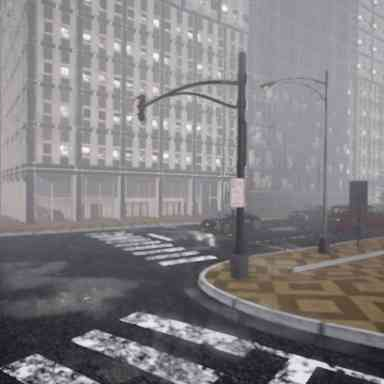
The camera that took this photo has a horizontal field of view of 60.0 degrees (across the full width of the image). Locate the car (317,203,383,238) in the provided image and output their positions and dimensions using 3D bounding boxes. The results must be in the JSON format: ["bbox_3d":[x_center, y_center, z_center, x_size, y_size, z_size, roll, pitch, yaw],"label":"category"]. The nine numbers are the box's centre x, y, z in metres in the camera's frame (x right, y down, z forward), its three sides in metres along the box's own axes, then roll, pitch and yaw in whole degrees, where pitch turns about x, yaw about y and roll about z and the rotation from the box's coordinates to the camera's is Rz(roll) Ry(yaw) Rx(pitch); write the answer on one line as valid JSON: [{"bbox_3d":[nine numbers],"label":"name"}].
[{"bbox_3d":[10.333,1.690,20.468,5.009,1.841,2.192,0,1,-34],"label":"car"}]

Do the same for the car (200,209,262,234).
[{"bbox_3d":[2.602,1.840,21.746,4.181,1.385,1.994,0,1,-34],"label":"car"}]

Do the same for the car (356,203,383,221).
[{"bbox_3d":[18.547,1.896,32.655,5.357,1.411,2.033,0,1,-34],"label":"car"}]

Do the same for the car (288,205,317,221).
[{"bbox_3d":[10.556,1.834,30.175,4.403,1.369,2.008,0,1,-34],"label":"car"}]

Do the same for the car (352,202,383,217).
[{"bbox_3d":[19.771,1.850,36.484,4.829,1.417,1.752,0,1,-34],"label":"car"}]
